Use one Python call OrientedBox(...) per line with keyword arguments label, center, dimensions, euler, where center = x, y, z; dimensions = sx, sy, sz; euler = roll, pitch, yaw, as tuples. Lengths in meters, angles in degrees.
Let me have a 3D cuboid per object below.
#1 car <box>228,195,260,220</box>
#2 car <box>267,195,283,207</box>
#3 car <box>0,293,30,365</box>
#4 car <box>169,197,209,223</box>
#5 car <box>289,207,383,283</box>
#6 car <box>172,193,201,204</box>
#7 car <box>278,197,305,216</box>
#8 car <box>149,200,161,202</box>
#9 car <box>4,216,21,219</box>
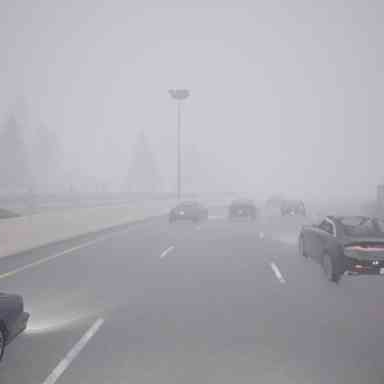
OrientedBox(label="car", center=(3.982, 1.197, 25.002), dimensions=(1.882, 1.535, 5.008), euler=(0, 1, 16))
OrientedBox(label="car", center=(10.625, 1.071, 41.429), dimensions=(1.812, 1.442, 4.674), euler=(0, 1, 27))
OrientedBox(label="car", center=(-3.287, 1.512, 2.228), dimensions=(2.033, 1.411, 5.357), euler=(0, 1, 2))
OrientedBox(label="car", center=(-0.133, 1.295, 23.166), dimensions=(1.994, 1.385, 4.181), euler=(0, 1, 15))
OrientedBox(label="car", center=(4.310, 1.393, 9.258), dimensions=(2.128, 1.511, 4.902), euler=(0, 1, 6))
OrientedBox(label="car", center=(-0.774, 0.912, 50.122), dimensions=(2.128, 1.511, 4.902), euler=(0, 1, 29))
OrientedBox(label="car", center=(8.530, 1.297, 27.867), dimensions=(1.895, 1.301, 4.718), euler=(0, 1, 19))
OrientedBox(label="car", center=(-4.565, 0.914, 50.467), dimensions=(1.837, 1.490, 4.892), euler=(0, 0, 28))
OrientedBox(label="car", center=(-9.319, 1.338, 14.283), dimensions=(1.812, 1.442, 4.674), euler=(0, 1, 9))
